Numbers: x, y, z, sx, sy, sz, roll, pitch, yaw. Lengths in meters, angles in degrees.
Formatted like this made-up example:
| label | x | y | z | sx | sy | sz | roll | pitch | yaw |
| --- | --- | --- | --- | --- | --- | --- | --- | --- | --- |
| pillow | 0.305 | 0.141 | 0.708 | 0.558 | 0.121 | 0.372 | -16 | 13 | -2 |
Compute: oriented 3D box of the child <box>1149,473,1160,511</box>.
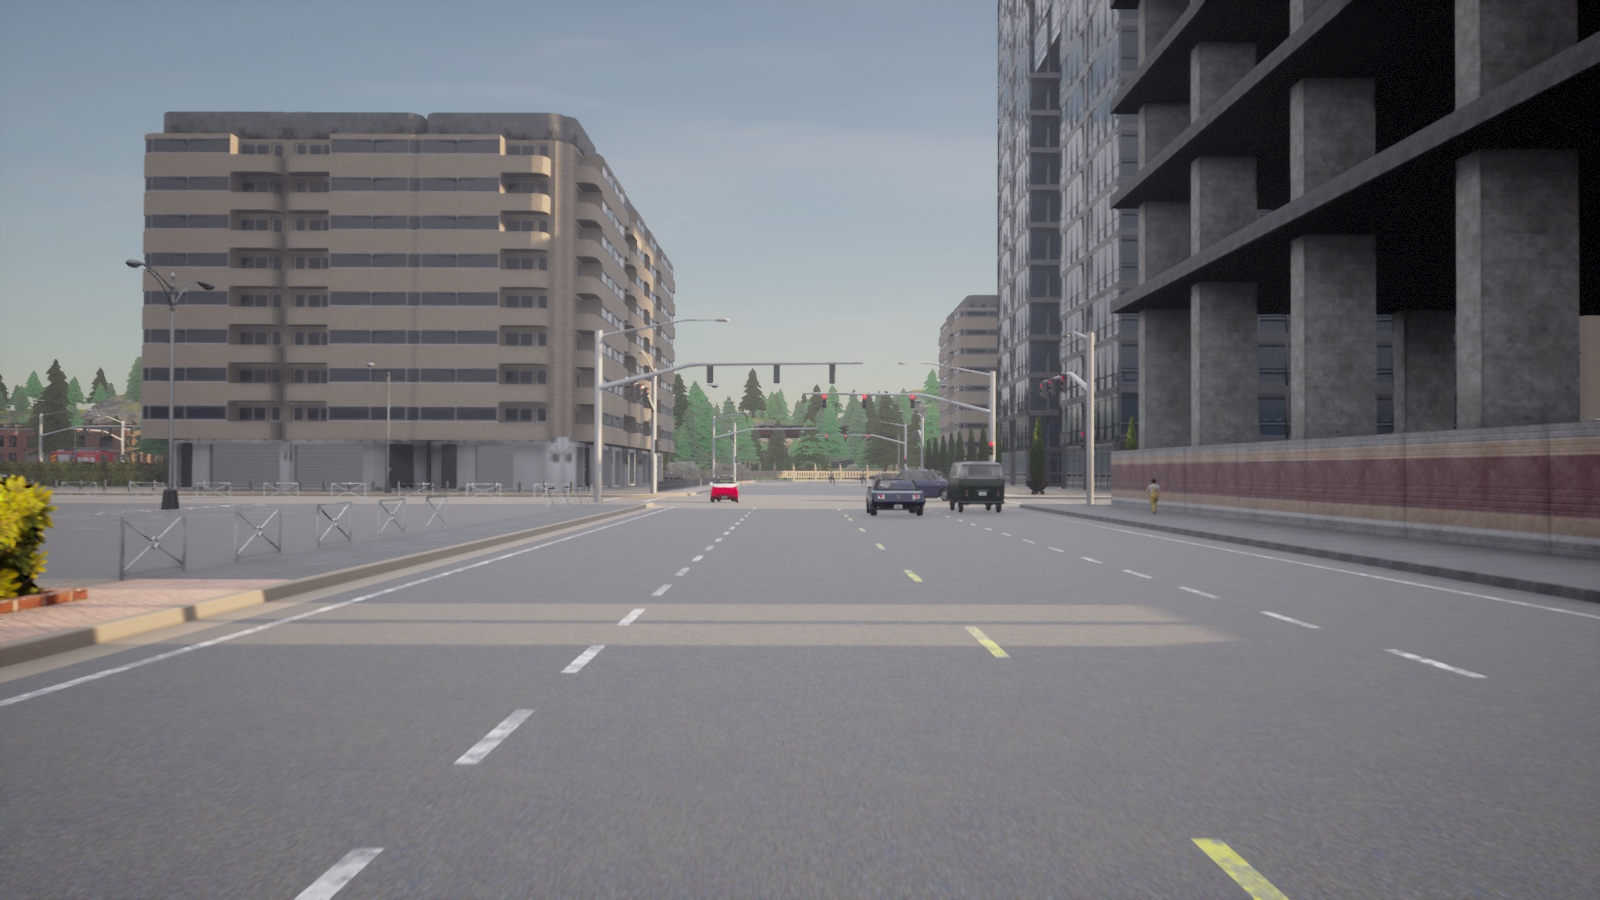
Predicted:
| label | x | y | z | sx | sy | sz | roll | pitch | yaw |
| --- | --- | --- | --- | --- | --- | --- | --- | --- | --- |
| child | 12.048 | 1.421 | 42.689 | 0.270 | 1.263 | 0.437 | 0 | -1 | 3 |

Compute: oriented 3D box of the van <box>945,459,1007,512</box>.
| label | x | y | z | sx | sy | sz | roll | pitch | yaw |
| --- | --- | --- | --- | --- | --- | --- | --- | --- | --- |
| van | 6.877 | 1.367 | 49.424 | 1.775 | 1.987 | 4.442 | 0 | -1 | 0 |

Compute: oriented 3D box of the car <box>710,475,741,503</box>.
| label | x | y | z | sx | sy | sz | roll | pitch | yaw |
| --- | --- | --- | --- | --- | --- | --- | --- | --- | --- |
| car | -3.725 | 1.964 | 62.880 | 1.481 | 1.376 | 2.207 | 0 | -1 | -1 |

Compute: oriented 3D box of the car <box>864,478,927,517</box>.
| label | x | y | z | sx | sy | sz | roll | pitch | yaw |
| --- | --- | --- | --- | --- | --- | --- | --- | --- | --- |
| car | 3.388 | 1.660 | 45.298 | 1.895 | 1.301 | 4.718 | 0 | -1 | 0 |

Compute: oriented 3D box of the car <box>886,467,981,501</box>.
| label | x | y | z | sx | sy | sz | roll | pitch | yaw |
| --- | --- | --- | --- | --- | --- | --- | --- | --- | --- |
| car | 7.112 | 1.793 | 66.968 | 4.553 | 1.767 | 2.097 | -1 | -1 | 34 |
